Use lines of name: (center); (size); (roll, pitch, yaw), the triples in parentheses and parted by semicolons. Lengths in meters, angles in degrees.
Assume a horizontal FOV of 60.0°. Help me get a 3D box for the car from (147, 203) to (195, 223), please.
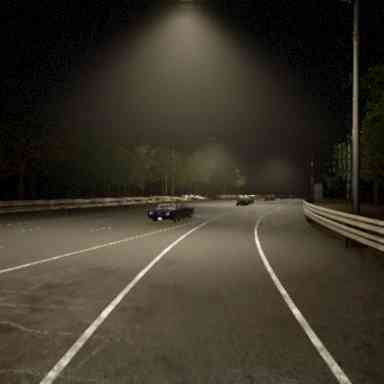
car: (-1.387, 1.495, 24.430); (1.895, 1.301, 4.718); (0, 0, 20)

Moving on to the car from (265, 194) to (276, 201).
car: (18.186, 1.250, 76.988); (2.097, 1.767, 4.553); (0, 0, 21)

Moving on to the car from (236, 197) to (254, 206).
car: (7.997, 1.446, 49.729); (1.895, 1.301, 4.718); (0, 0, 20)
